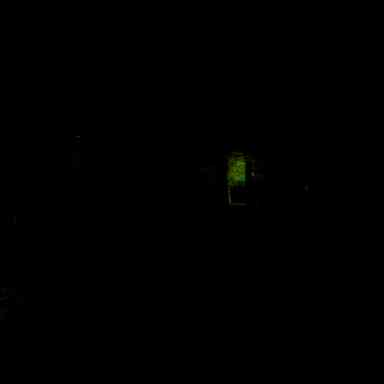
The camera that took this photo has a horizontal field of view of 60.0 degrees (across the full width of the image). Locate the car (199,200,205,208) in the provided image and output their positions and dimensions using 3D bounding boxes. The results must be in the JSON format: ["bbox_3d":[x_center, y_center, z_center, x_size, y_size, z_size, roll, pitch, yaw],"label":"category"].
[{"bbox_3d":[0.508,2.156,60.170,2.128,1.511,4.902,-2,-2,36],"label":"car"}]
